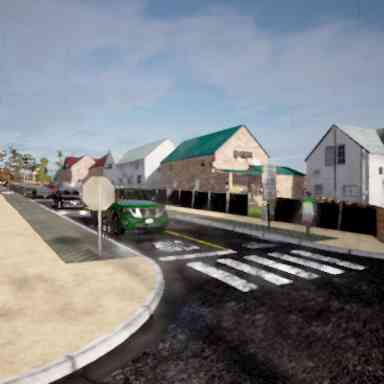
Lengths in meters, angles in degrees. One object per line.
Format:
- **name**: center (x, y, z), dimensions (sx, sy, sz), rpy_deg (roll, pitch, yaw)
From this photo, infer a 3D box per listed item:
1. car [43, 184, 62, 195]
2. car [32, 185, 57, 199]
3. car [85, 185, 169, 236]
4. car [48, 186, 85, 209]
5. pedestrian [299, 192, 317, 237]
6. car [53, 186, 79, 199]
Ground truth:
- **car**: center (-21.131, -0.359, 50.256), dimensions (1.812, 1.442, 4.674), rpy_deg (1, 2, -32)
- **car**: center (-17.754, 0.034, 39.455), dimensions (2.033, 1.411, 5.357), rpy_deg (1, 2, -31)
- **car**: center (-3.142, 0.719, 15.736), dimensions (2.150, 2.045, 5.566), rpy_deg (1, 2, -32)
- **car**: center (-9.955, 0.531, 26.761), dimensions (1.837, 1.490, 4.892), rpy_deg (1, 2, -32)
- **pedestrian**: center (4.844, 0.906, 13.771), dimensions (0.375, 1.860, 0.375), rpy_deg (4, -3, -32)
- **car**: center (-16.021, 0.013, 42.083), dimensions (2.033, 1.411, 5.357), rpy_deg (1, 2, -31)
